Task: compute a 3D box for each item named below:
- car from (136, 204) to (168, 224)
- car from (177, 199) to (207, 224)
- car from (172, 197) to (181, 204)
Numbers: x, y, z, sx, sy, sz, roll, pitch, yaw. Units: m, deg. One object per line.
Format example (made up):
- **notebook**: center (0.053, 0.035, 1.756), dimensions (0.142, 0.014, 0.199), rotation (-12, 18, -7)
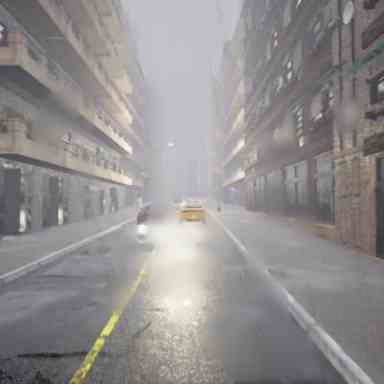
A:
- **car**: center (-2.856, 1.591, 24.578), dimensions (1.994, 1.385, 4.181), rotation (0, 0, 0)
- **car**: center (0.090, 1.505, 24.741), dimensions (1.882, 1.535, 5.008), rotation (0, 0, 0)
- **car**: center (-2.785, 1.682, 65.210), dimensions (2.033, 1.411, 5.357), rotation (0, 0, 0)
